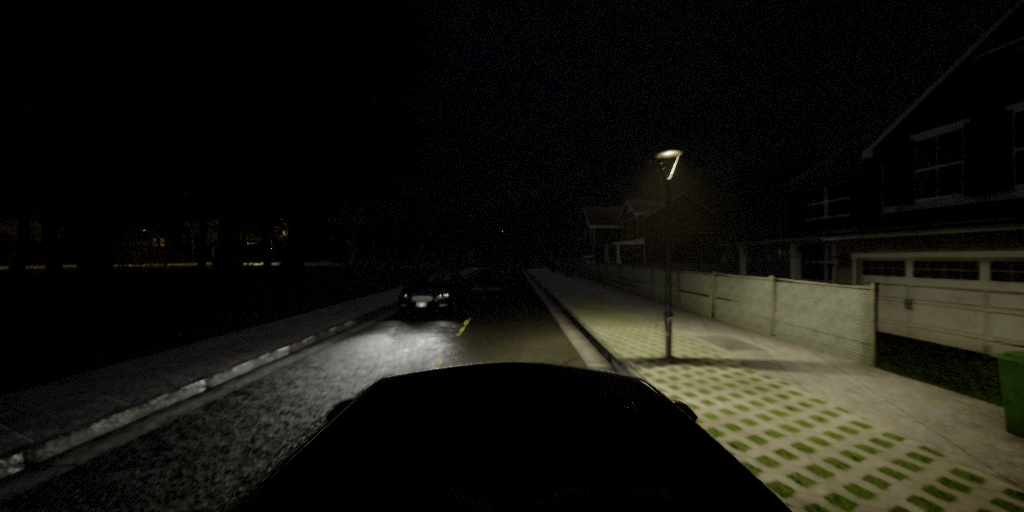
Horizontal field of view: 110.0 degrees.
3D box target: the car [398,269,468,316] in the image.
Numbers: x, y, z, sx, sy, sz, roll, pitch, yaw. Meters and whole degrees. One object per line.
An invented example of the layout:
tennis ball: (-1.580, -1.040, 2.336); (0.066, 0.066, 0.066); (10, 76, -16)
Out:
car: (-2.808, 1.262, 13.635); (2.128, 1.511, 4.902); (0, 0, 0)
